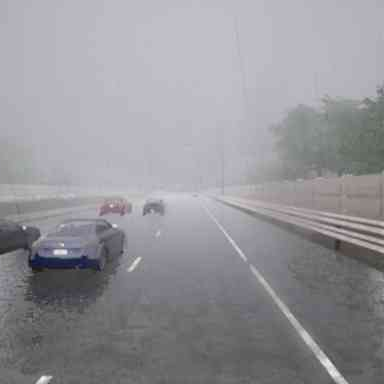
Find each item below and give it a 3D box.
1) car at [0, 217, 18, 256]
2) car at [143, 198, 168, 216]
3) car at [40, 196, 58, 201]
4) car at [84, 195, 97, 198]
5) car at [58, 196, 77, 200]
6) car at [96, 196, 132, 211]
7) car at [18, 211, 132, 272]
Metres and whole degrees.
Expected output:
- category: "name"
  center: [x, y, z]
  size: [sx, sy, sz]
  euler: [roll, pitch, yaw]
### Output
- category: "car"
  center: [-6.896, 1.501, 10.824]
  size: [2.033, 1.411, 5.357]
  euler: [0, 0, 0]
- category: "car"
  center: [-3.390, 1.372, 30.988]
  size: [1.837, 1.490, 4.892]
  euler: [0, 0, 0]
- category: "car"
  center: [-24.500, 1.353, 57.562]
  size: [1.895, 1.301, 4.718]
  euler: [0, 0, 1]
- category: "car"
  center: [-17.517, 1.254, 57.799]
  size: [1.837, 1.490, 4.892]
  euler: [0, 0, 1]
- category: "car"
  center: [-21.015, 1.314, 57.726]
  size: [1.994, 1.385, 4.181]
  euler: [0, 0, 1]
- category: "car"
  center: [-6.889, 1.220, 30.653]
  size: [2.097, 1.767, 4.553]
  euler: [0, 0, 0]
- category: "car"
  center: [-3.398, 1.518, 10.605]
  size: [1.994, 1.385, 4.181]
  euler: [0, 0, 0]
